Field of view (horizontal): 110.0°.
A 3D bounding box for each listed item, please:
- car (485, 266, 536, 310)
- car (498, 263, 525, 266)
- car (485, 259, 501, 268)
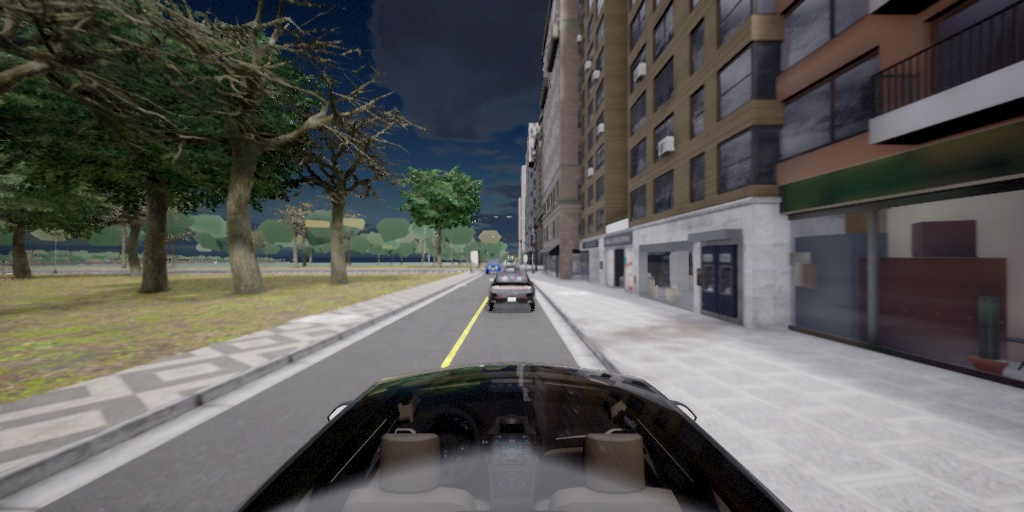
[{"bbox_3d":[0.013,1.377,15.364,2.128,1.511,4.902,0,0,0],"label":"car"},{"bbox_3d":[0.009,1.572,30.760,1.812,1.442,4.674,0,0,1],"label":"car"},{"bbox_3d":[-2.535,1.499,50.384,2.150,2.045,5.566,0,-1,0],"label":"car"}]
